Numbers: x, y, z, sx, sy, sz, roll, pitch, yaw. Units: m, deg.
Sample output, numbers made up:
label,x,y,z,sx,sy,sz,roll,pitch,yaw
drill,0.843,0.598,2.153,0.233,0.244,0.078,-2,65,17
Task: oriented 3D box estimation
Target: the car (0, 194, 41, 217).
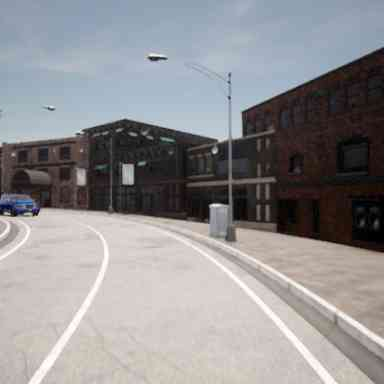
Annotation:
label,x,y,z,sx,sy,sz,roll,pitch,yaw
car,-16.298,1.219,31.275,5.566,2.045,2.150,0,-1,43
